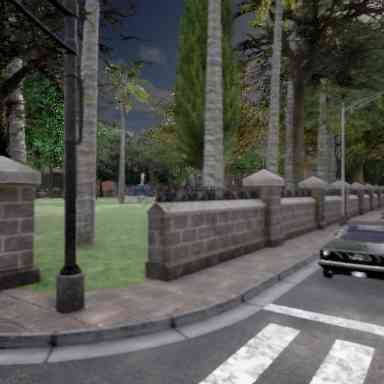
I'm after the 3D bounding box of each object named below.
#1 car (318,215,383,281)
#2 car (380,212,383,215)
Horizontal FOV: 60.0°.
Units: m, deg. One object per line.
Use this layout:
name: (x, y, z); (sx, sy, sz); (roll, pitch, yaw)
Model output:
car: (5.047, 1.551, 9.339); (1.895, 1.301, 4.718); (0, 0, 36)
car: (12.493, 1.465, 19.805); (2.033, 1.411, 5.357); (0, 0, 35)
